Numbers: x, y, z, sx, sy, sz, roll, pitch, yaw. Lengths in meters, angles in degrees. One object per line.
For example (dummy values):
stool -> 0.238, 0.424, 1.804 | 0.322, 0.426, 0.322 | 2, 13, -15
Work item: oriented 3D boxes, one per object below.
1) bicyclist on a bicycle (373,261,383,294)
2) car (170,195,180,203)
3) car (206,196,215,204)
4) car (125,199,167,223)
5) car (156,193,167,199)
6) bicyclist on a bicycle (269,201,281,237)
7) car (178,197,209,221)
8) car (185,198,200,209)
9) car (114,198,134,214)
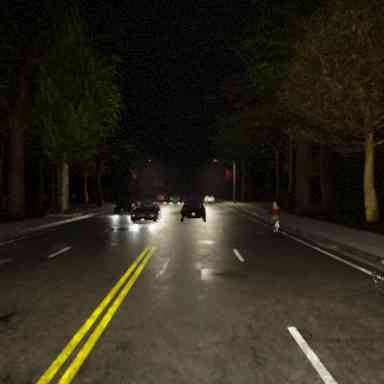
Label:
bicyclist on a bicycle -> 4.142, 1.351, 6.678 | 0.659, 1.776, 1.843 | 0, 0, 0
car -> -3.365, 1.316, 67.477 | 2.097, 1.767, 4.553 | 0, 0, 0
car -> 3.272, 1.481, 62.564 | 1.812, 1.442, 4.674 | 0, 0, 0
car -> -3.346, 1.495, 25.259 | 2.033, 1.411, 5.357 | 0, 0, 0
car -> -6.649, 1.145, 73.308 | 2.150, 2.045, 5.566 | 0, 0, 0
bicyclist on a bicycle -> 4.144, 1.330, 16.794 | 0.659, 1.776, 1.843 | 0, 0, 0
car -> 0.102, 1.423, 26.258 | 1.882, 1.535, 5.008 | 0, 0, 0
car -> 0.093, 1.536, 44.404 | 1.895, 1.301, 4.718 | 0, 0, 0
car -> -6.593, 1.442, 33.774 | 1.837, 1.490, 4.892 | 0, 0, 0
